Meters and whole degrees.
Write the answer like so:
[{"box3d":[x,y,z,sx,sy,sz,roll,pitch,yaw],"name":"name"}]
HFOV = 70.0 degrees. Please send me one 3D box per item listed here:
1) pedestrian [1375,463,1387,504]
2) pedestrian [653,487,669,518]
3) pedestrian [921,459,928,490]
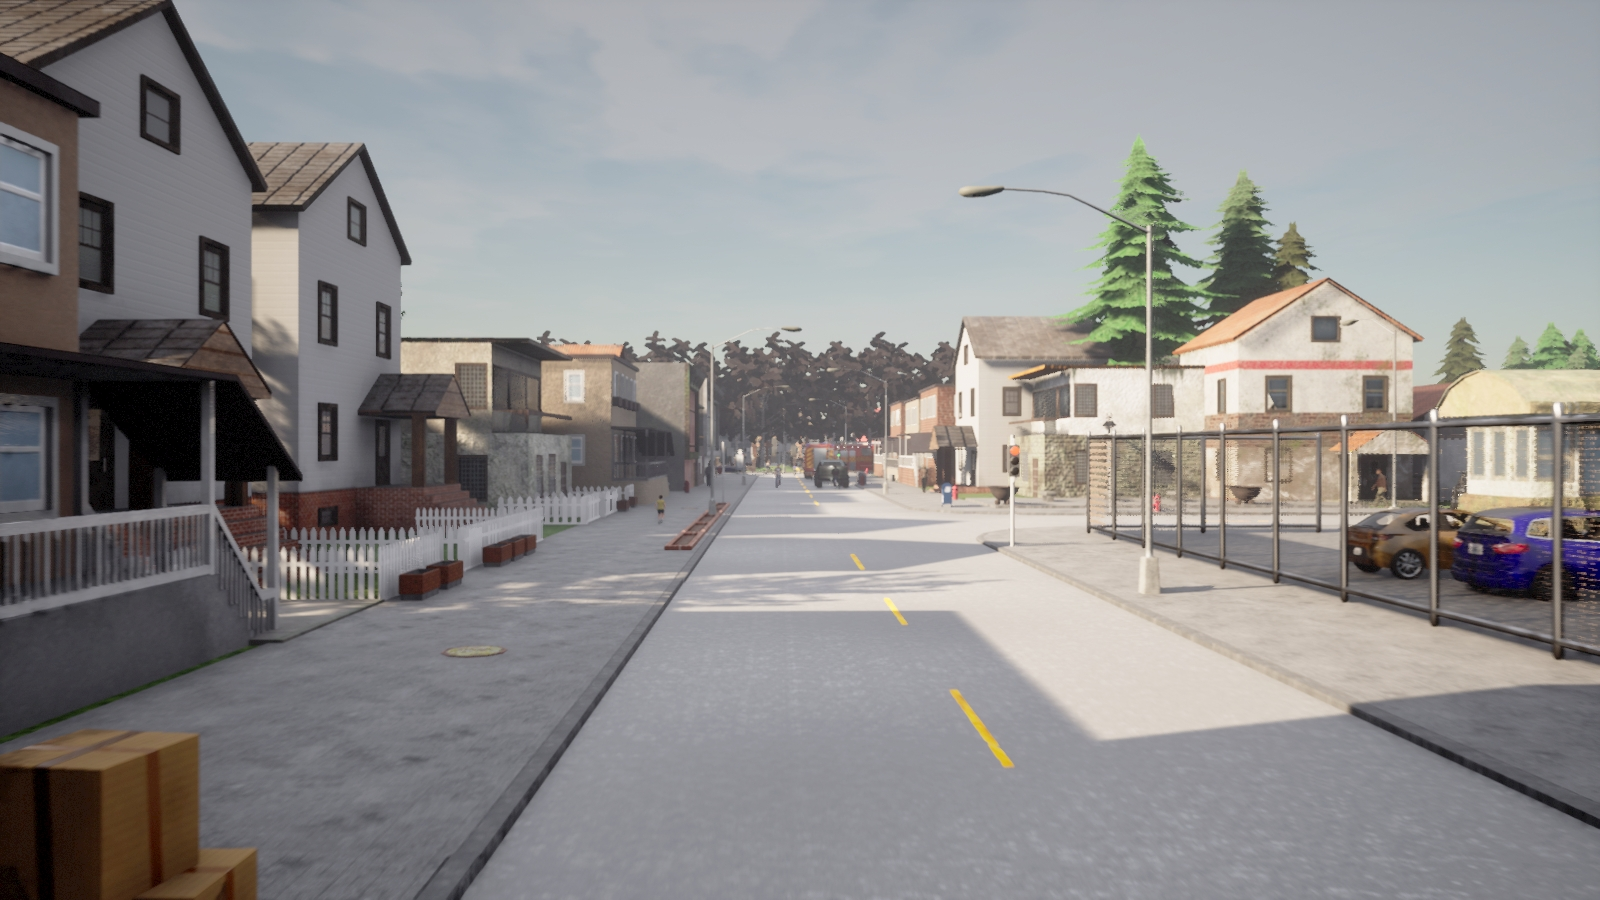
[{"box3d":[26.536,1.519,52.205,0.375,1.860,0.375,0,0,4],"name":"pedestrian"},{"box3d":[-5.077,1.903,41.706,0.500,1.100,0.500,0,0,2],"name":"pedestrian"},{"box3d":[7.718,1.520,70.875,0.375,1.860,0.375,0,0,5],"name":"pedestrian"}]
